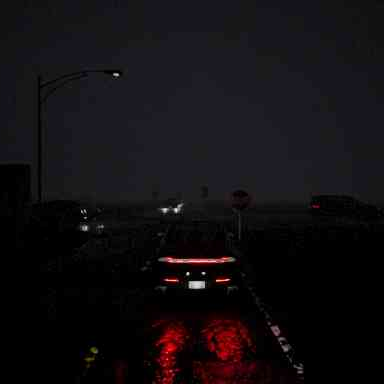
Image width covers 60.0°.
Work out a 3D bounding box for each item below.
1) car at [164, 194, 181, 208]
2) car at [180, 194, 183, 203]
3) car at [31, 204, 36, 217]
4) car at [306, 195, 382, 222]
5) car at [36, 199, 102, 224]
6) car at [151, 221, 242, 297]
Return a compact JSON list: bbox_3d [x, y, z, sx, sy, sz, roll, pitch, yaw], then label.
[{"bbox_3d":[-2.983,1.495,48.013,1.882,1.535,5.008,0,0,0],"label":"car"},{"bbox_3d":[-3.004,1.553,58.956,1.812,1.442,4.674,0,0,0],"label":"car"},{"bbox_3d":[-12.951,1.432,30.736,4.902,1.511,2.128,0,1,-12],"label":"car"},{"bbox_3d":[12.120,1.293,26.761,5.566,2.045,2.150,0,1,0],"label":"car"},{"bbox_3d":[-9.046,1.358,25.051,4.553,1.767,2.097,0,1,25],"label":"car"},{"bbox_3d":[0.089,1.491,8.536,2.128,1.511,4.902,0,0,0],"label":"car"}]
